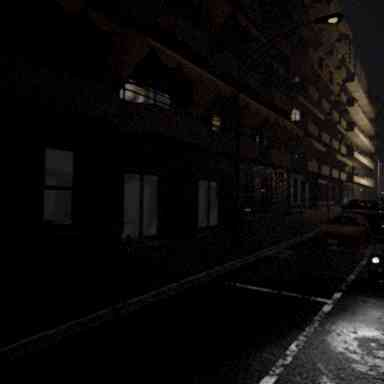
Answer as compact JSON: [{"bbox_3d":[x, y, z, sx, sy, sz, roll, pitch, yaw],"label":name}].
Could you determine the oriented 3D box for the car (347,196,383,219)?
[{"bbox_3d":[9.752,1.286,18.842,2.192,1.841,5.009,2,1,35],"label":"car"}]

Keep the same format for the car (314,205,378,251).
[{"bbox_3d":[6.514,1.503,14.150,1.752,1.417,4.829,2,1,35],"label":"car"}]

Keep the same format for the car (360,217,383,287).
[{"bbox_3d":[5.849,1.585,8.692,1.895,1.301,4.718,0,0,34],"label":"car"}]
